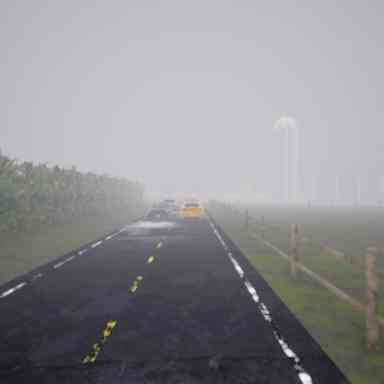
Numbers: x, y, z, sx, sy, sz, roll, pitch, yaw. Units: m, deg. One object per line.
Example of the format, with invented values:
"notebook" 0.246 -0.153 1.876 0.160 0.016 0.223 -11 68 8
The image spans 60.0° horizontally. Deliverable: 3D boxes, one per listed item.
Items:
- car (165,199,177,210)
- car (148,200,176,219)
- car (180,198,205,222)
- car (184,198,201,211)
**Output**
"car" -2.784 1.598 41.164 1.812 1.442 4.674 0 0 0
"car" -2.760 1.648 29.508 1.895 1.301 4.718 0 0 0
"car" 0.011 1.520 27.228 1.882 1.535 5.008 0 0 0
"car" 0.035 1.570 43.730 2.128 1.511 4.902 0 0 0
